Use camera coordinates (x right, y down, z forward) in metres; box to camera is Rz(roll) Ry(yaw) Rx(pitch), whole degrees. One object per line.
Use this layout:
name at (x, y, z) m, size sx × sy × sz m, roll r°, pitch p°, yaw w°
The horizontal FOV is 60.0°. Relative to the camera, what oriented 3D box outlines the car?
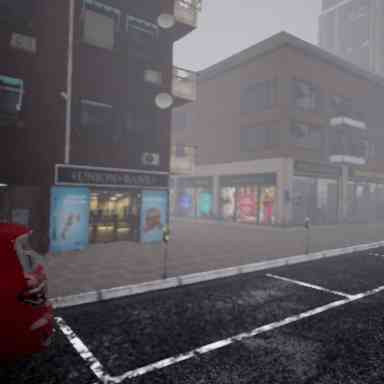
car at (-4.003, 1.312, 3.208) m, size 5.009 × 1.841 × 2.192 m, roll 0°, pitch 2°, yaw -35°
